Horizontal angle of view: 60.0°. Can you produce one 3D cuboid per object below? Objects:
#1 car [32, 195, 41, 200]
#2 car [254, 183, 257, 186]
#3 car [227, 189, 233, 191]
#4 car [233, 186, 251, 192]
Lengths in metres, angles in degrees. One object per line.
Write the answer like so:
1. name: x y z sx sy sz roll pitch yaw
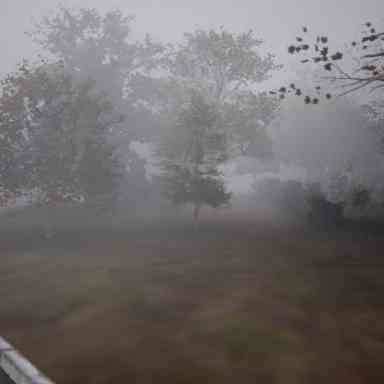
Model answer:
1. car: -31.637 0.899 70.263 4.553 1.767 2.097 0 0 29
2. car: 17.679 -1.390 91.936 5.566 2.045 2.435 -4 1 -24
3. car: 7.339 -0.488 87.376 5.366 1.575 1.946 -4 1 -24
4. car: 12.385 -0.807 89.603 5.366 1.575 1.946 -4 1 -24
